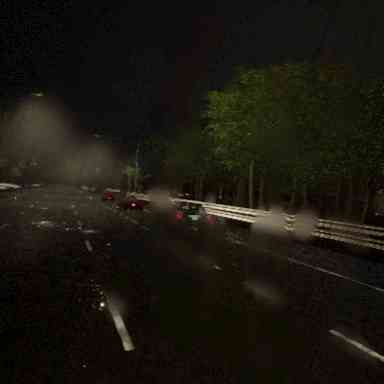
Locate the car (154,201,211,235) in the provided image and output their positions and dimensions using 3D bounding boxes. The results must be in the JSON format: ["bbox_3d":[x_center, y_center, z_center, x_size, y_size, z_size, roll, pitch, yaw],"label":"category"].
[{"bbox_3d":[-0.615,1.304,18.724,2.097,1.767,4.553,4,0,-21],"label":"car"}]

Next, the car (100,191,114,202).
[{"bbox_3d":[-12.652,0.648,49.949,1.812,1.442,4.674,4,0,-21],"label":"car"}]

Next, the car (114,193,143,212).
[{"bbox_3d":[-6.224,1.129,33.250,1.994,1.385,4.181,4,0,-21],"label":"car"}]
